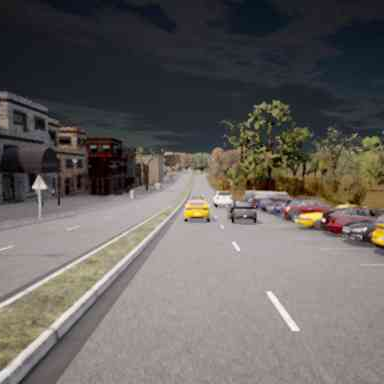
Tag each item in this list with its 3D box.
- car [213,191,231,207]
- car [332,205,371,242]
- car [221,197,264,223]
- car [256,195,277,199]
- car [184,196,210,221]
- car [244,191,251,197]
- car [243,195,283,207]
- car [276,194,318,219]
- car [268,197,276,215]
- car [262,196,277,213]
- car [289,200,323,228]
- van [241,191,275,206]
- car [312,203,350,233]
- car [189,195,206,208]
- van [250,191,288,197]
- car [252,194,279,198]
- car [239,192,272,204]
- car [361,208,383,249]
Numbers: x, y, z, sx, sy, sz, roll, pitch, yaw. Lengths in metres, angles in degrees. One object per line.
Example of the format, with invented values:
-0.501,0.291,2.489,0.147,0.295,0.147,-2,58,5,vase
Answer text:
3.976,0.889,43.556,2.150,2.045,5.566,0,1,0,car
8.990,1.474,14.173,4.892,1.521,2.231,0,0,1,car
3.632,1.405,24.792,2.128,1.511,4.902,0,1,1,car
9.240,1.346,33.458,4.792,1.488,2.163,0,1,1,car
0.422,1.368,26.179,1.882,1.535,5.008,0,1,1,car
9.363,1.068,41.844,4.553,1.767,2.185,0,1,1,car
9.427,1.148,44.473,4.892,1.521,2.231,0,1,1,car
9.116,1.281,25.185,4.553,1.767,2.185,0,1,1,car
9.185,1.418,27.947,4.674,1.452,2.002,0,1,1,car
9.231,1.389,30.700,4.674,1.452,2.002,0,1,1,car
8.880,1.442,19.685,5.366,1.575,1.946,0,0,1,car
9.358,0.869,47.227,4.442,1.987,1.878,0,1,1,van
9.054,1.492,16.923,4.792,1.488,2.163,0,0,1,car
0.708,1.217,43.005,2.033,1.411,5.357,0,1,1,car
9.468,1.014,38.956,4.442,1.987,1.878,0,1,1,van
9.340,1.308,36.209,4.792,1.488,2.163,0,1,1,car
9.545,0.909,49.979,4.553,1.767,2.185,0,1,1,car
8.937,1.483,11.420,5.008,1.535,2.097,0,0,1,car
